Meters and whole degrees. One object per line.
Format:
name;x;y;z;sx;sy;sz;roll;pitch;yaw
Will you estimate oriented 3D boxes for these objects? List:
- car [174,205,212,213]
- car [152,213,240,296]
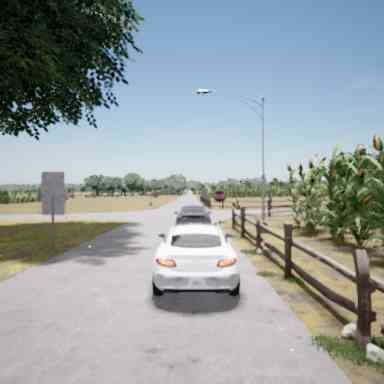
car;0.063;1.474;18.367;1.837;1.490;4.892;0;0;0
car;0.085;1.499;8.451;1.812;1.442;4.674;0;0;0
